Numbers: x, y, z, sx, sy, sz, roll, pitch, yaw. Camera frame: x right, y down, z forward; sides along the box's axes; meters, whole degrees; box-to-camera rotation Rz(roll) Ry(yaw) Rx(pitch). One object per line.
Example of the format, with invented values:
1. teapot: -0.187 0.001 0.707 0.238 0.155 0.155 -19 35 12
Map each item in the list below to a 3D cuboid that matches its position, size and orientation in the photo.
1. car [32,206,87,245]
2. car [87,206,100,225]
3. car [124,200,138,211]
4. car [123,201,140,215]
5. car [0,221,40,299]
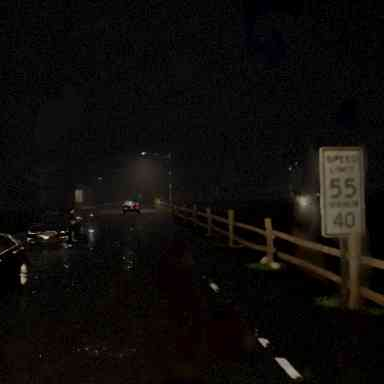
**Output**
1. car: -6.539 1.658 16.288 1.837 1.490 4.892 -1 0 -11
2. car: -8.382 1.815 26.096 1.895 1.301 4.718 -1 0 -11
3. car: -8.927 1.927 48.604 1.895 1.301 4.718 -1 0 -11
4. car: -6.855 1.766 37.844 2.033 1.411 5.357 -1 0 -10
5. car: -4.689 1.615 6.513 1.837 1.490 4.892 -1 0 -11
